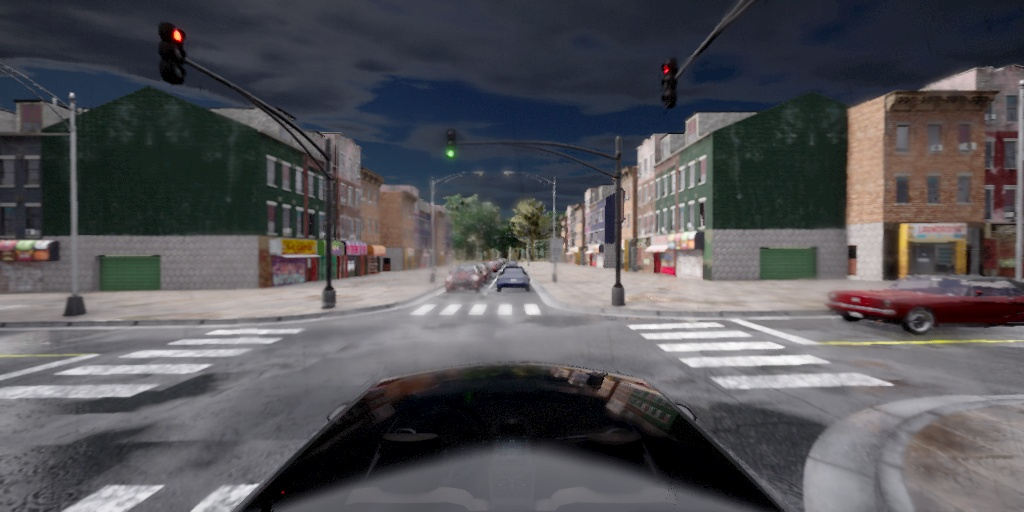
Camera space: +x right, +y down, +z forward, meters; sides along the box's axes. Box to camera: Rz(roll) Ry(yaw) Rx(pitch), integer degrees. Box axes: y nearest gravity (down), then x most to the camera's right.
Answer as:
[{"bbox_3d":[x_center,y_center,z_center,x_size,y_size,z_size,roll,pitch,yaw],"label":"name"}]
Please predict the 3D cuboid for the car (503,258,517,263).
[{"bbox_3d":[-0.008,1.314,50.967,2.033,1.411,5.357,0,0,0],"label":"car"}]

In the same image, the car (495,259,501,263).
[{"bbox_3d":[-2.651,1.304,42.610,1.888,1.381,4.507,0,0,0],"label":"car"}]

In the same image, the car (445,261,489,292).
[{"bbox_3d":[-2.644,1.187,20.872,1.967,1.591,4.097,0,0,0],"label":"car"}]

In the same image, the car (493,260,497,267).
[{"bbox_3d":[-2.648,1.317,31.741,1.948,1.339,4.313,0,0,0],"label":"car"}]

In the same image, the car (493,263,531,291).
[{"bbox_3d":[0.094,1.311,21.746,1.994,1.385,4.181,0,0,0],"label":"car"}]

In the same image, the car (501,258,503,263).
[{"bbox_3d":[-2.653,1.314,48.045,2.007,1.370,4.403,0,0,0],"label":"car"}]

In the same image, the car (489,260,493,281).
[{"bbox_3d":[-2.646,1.188,26.306,1.967,1.591,4.097,0,0,0],"label":"car"}]

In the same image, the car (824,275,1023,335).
[{"bbox_3d":[10.952,1.156,9.146,4.718,1.301,1.895,-1,1,0],"label":"car"}]
